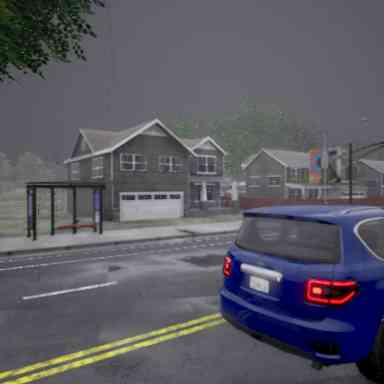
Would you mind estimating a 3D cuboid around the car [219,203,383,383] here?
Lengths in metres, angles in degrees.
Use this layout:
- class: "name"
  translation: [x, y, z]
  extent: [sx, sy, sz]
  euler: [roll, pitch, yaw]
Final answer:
- class: "car"
  translation: [3.000, 1.215, 5.579]
  extent: [5.566, 2.045, 2.150]
  euler: [0, 0, -35]
